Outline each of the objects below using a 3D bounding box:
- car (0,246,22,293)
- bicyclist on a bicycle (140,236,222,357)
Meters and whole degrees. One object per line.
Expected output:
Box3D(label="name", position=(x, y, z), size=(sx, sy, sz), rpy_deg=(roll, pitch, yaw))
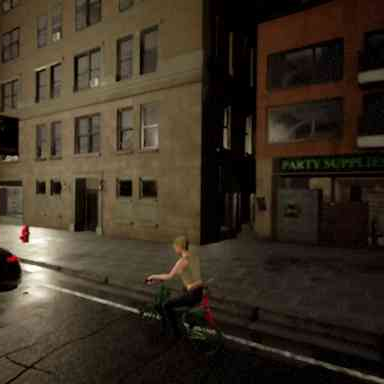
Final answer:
Box3D(label="car", position=(-5.821, 1.575, 7.771), size=(4.181, 1.385, 1.994), rpy_deg=(0, 0, 36))
Box3D(label="bicyclist on a bicycle", position=(-0.216, 1.440, 4.821), size=(1.509, 1.612, 0.866), rpy_deg=(-1, 0, 35))
